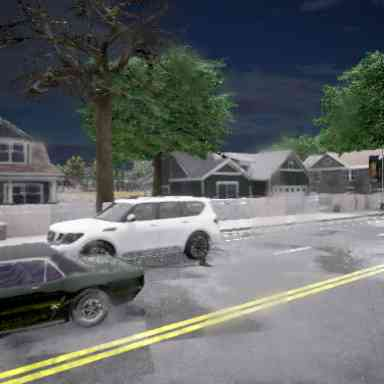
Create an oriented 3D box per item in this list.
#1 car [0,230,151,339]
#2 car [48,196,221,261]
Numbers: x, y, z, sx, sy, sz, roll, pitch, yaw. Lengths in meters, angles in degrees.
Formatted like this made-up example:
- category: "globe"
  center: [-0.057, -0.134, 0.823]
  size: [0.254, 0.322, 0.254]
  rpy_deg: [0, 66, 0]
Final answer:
- category: "car"
  center: [-3.253, 1.597, 5.356]
  size: [4.718, 1.301, 1.895]
  rpy_deg: [-1, 0, -35]
- category: "car"
  center: [-1.633, 1.175, 10.504]
  size: [5.566, 2.045, 2.150]
  rpy_deg: [0, 0, -36]
